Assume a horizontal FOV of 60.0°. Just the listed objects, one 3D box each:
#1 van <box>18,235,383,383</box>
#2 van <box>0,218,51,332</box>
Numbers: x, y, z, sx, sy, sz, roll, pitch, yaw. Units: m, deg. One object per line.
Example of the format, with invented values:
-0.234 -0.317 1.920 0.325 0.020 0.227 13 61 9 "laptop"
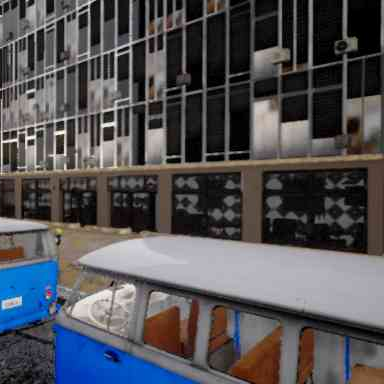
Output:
0.617 1.338 2.433 3.998 1.788 1.690 0 0 35 "van"
-4.025 1.312 5.741 3.998 1.788 1.690 0 0 35 "van"
